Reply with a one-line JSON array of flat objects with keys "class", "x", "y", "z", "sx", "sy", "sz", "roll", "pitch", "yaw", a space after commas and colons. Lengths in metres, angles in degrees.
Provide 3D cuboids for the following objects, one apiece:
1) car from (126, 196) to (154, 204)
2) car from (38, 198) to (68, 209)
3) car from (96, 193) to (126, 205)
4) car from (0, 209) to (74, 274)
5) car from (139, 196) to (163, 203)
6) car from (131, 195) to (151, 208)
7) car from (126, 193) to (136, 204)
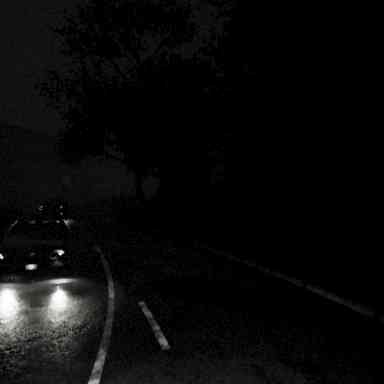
[{"class": "car", "x": -10.251, "y": 1.505, "z": 65.432, "sx": 5.008, "sy": 1.535, "sz": 2.097, "roll": 0, "pitch": 0, "yaw": 15}, {"class": "car", "x": -12.134, "y": 1.337, "z": 29.229, "sx": 2.097, "sy": 1.767, "sz": 4.553, "roll": 0, "pitch": 0, "yaw": -16}, {"class": "car", "x": -11.197, "y": 1.138, "z": 44.877, "sx": 1.837, "sy": 1.490, "sz": 4.892, "roll": 0, "pitch": 0, "yaw": 15}, {"class": "car", "x": -4.961, "y": 1.504, "z": 10.899, "sx": 2.033, "sy": 1.411, "sz": 5.357, "roll": 0, "pitch": 0, "yaw": -20}, {"class": "car", "x": -8.781, "y": 1.539, "z": 70.889, "sx": 4.674, "sy": 1.452, "sz": 2.002, "roll": 0, "pitch": 0, "yaw": 15}, {"class": "car", "x": -6.766, "y": 1.565, "z": 48.607, "sx": 1.812, "sy": 1.442, "sz": 4.674, "roll": 0, "pitch": 0, "yaw": 15}, {"class": "car", "x": -11.740, "y": 1.256, "z": 59.979, "sx": 5.566, "sy": 2.045, "sz": 2.435, "roll": 0, "pitch": 0, "yaw": 15}]
